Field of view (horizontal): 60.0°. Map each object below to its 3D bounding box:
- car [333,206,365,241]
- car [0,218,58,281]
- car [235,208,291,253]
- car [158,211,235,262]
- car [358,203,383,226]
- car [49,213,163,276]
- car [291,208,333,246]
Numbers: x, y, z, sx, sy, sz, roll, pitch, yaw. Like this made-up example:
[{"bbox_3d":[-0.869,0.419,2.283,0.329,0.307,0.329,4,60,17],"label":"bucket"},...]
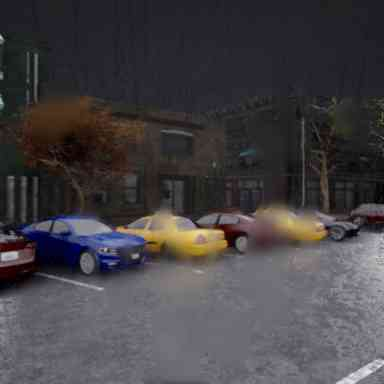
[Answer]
[{"bbox_3d":[6.084,1.619,17.387,4.792,1.488,2.163,-1,-1,35],"label":"car"},{"bbox_3d":[-6.025,1.518,8.832,4.792,1.488,2.163,-1,-1,35],"label":"car"},{"bbox_3d":[1.238,1.549,13.969,5.008,1.535,2.097,-1,-1,34],"label":"car"},{"bbox_3d":[-1.332,1.528,12.349,5.366,1.575,1.946,-1,-1,35],"label":"car"},{"bbox_3d":[13.265,1.526,22.563,4.553,1.767,2.185,-1,-1,35],"label":"car"},{"bbox_3d":[-3.592,1.508,10.529,5.008,1.535,2.097,-1,-1,35],"label":"car"},{"bbox_3d":[3.490,1.569,15.779,5.366,1.575,1.946,-1,-1,35],"label":"car"}]
